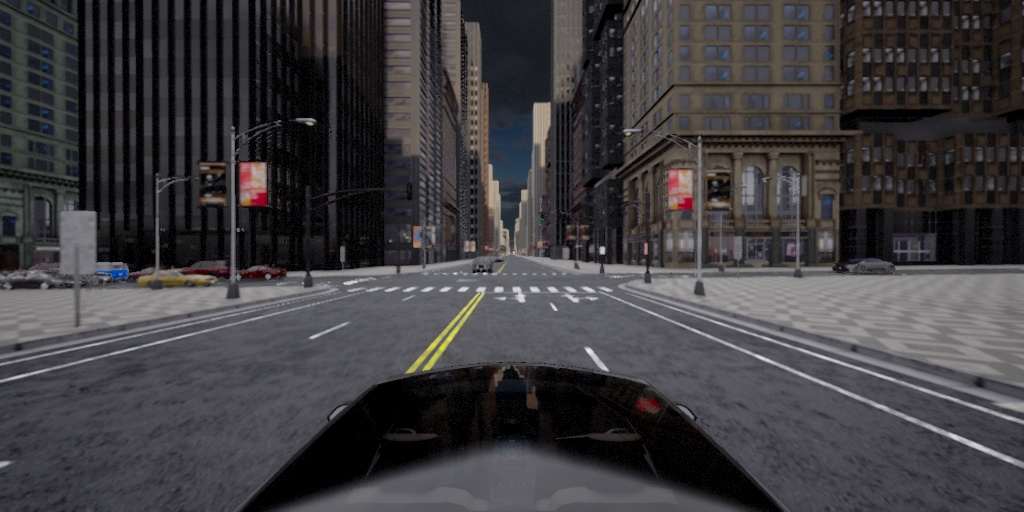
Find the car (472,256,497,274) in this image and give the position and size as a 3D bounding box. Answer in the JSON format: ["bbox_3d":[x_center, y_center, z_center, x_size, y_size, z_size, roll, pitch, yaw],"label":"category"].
[{"bbox_3d":[-3.259,1.033,40.703,2.150,2.045,5.566,0,1,0],"label":"car"}]

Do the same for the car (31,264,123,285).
[{"bbox_3d":[-34.616,1.666,28.400,4.902,1.511,2.128,-1,0,0],"label":"car"}]

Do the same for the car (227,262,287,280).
[{"bbox_3d":[-23.980,1.545,34.239,4.507,1.381,1.888,0,0,0],"label":"car"}]

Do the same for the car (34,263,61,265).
[{"bbox_3d":[-44.329,1.591,34.303,5.009,1.841,2.192,0,0,0],"label":"car"}]

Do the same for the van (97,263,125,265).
[{"bbox_3d":[-39.242,1.548,34.287,3.998,1.789,1.690,0,0,0],"label":"van"}]

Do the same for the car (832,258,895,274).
[{"bbox_3d":[30.806,0.840,31.491,4.181,1.385,1.994,-1,0,0],"label":"car"}]

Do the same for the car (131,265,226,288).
[{"bbox_3d":[-23.838,1.570,25.711,4.829,1.417,1.751,0,0,0],"label":"car"}]

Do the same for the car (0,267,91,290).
[{"bbox_3d":[-33.780,1.728,25.731,4.403,1.370,2.007,0,0,0],"label":"car"}]

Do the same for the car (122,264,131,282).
[{"bbox_3d":[-34.155,1.721,34.271,4.207,1.307,1.802,0,0,0],"label":"car"}]

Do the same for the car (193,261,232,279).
[{"bbox_3d":[-29.068,1.384,34.255,5.009,1.841,2.192,0,0,0],"label":"car"}]
